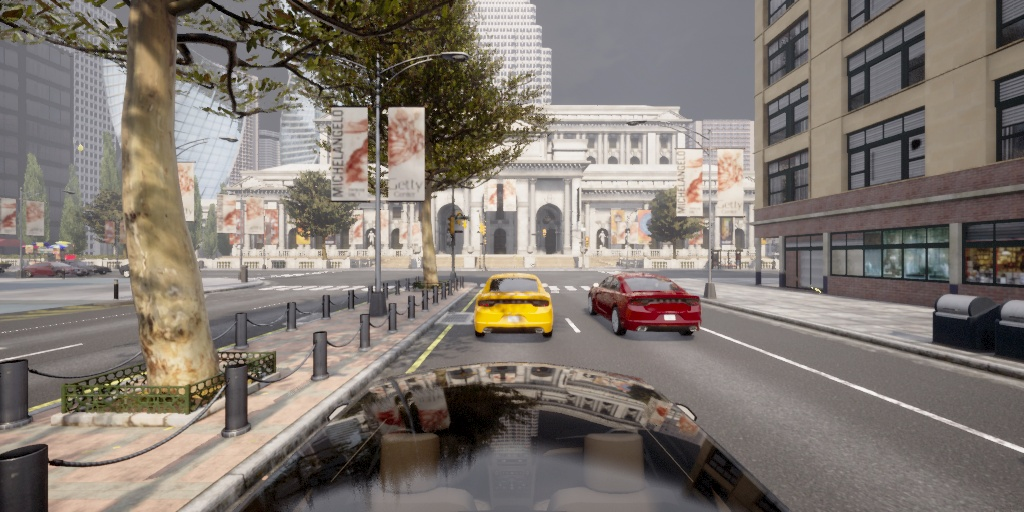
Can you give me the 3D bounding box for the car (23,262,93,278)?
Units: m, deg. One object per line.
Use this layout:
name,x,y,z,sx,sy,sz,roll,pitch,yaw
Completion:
car,-43.381,1.276,33.967,4.674,1.442,1.812,0,0,-1

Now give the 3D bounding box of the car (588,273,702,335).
car,3.557,1.228,10.517,1.882,1.535,5.008,0,0,0

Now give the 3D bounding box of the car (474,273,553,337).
car,0.055,1.228,10.338,1.882,1.535,5.008,0,0,0

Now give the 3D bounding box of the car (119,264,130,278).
car,-34.182,1.255,34.000,4.892,1.490,1.837,0,0,0

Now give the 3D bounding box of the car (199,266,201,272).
car,-35.480,1.228,37.499,5.008,1.535,1.882,0,0,0

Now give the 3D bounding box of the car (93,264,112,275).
car,-45.304,1.297,37.460,5.357,1.411,2.033,0,0,0
